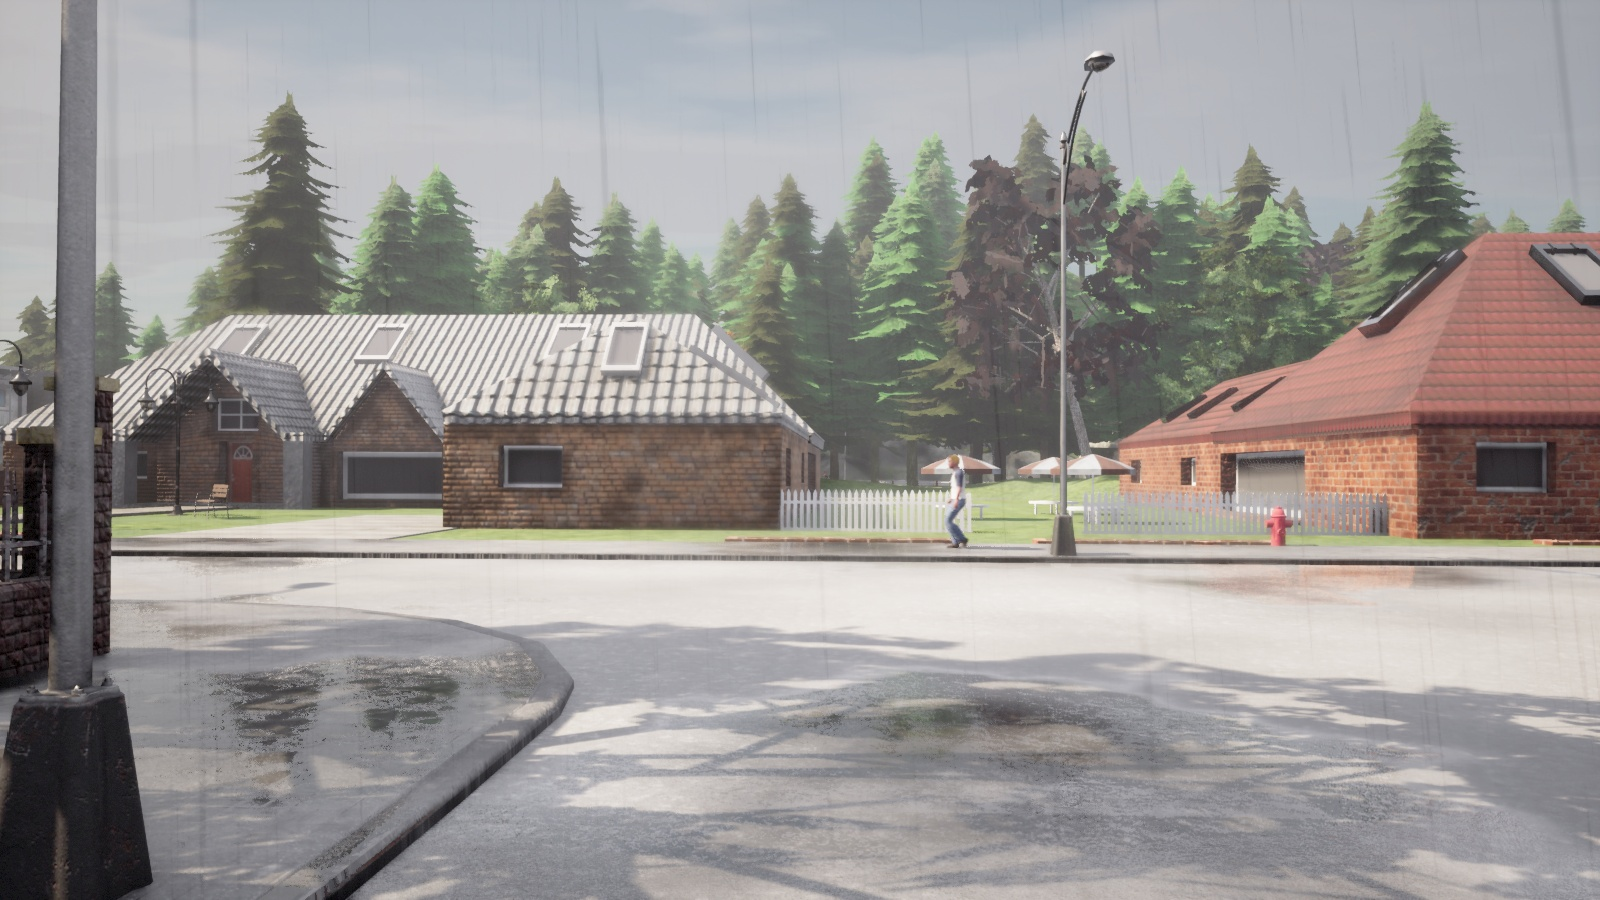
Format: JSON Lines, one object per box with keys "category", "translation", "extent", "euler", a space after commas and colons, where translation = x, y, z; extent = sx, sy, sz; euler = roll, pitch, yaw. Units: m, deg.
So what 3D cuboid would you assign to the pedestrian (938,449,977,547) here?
{"category": "pedestrian", "translation": [2.970, 0.906, 23.715], "extent": [0.706, 1.836, 0.354], "euler": [0, -1, 2]}
